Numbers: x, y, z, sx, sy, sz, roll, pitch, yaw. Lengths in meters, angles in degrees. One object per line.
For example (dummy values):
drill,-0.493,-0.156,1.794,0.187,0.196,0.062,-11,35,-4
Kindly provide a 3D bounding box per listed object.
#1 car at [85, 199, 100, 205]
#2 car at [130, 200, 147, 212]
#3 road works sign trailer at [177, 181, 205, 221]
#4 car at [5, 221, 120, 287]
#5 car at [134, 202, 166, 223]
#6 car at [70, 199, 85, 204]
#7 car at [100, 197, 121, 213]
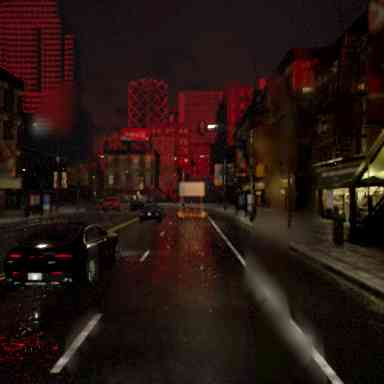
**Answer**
car,-23.990,2.516,83.767,4.718,1.301,1.895,0,-1,30
car,-7.679,1.994,47.015,1.882,1.535,5.008,0,-1,-9
road works sign trailer,-0.014,0.799,30.428,2.380,3.560,2.880,0,-1,0
car,-3.405,1.612,9.644,1.837,1.490,4.892,0,-1,0
car,-3.412,1.868,29.111,2.033,1.411,5.357,0,-1,0
car,-29.295,2.465,85.936,4.674,1.452,2.002,0,-1,20
car,-10.995,1.730,46.034,2.150,2.045,5.566,0,-1,-8
